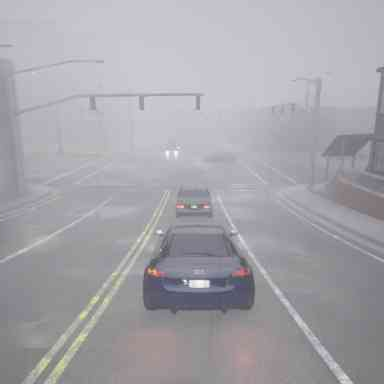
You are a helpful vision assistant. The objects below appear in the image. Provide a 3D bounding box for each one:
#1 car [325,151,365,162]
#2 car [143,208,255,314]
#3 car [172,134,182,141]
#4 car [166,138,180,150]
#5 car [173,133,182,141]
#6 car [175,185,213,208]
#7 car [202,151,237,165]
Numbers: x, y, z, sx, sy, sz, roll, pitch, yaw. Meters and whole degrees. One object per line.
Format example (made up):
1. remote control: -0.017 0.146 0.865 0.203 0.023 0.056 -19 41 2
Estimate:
1. car: 19.012 -4.549 41.348 4.674 1.442 1.812 0 12 1
2. car: 0.107 1.346 7.396 1.994 1.385 4.181 0 3 0
3. car: -3.461 -10.563 68.744 2.128 1.511 4.902 0 12 0
4. car: -3.540 -8.296 58.772 1.895 1.301 4.718 0 12 -2
5. car: -3.455 -13.222 80.062 2.097 1.767 4.553 0 12 0
6. car: 0.103 0.361 17.283 2.033 1.411 5.357 0 8 0
7. car: 3.326 -4.136 39.657 4.181 1.385 1.994 -6 13 -24
